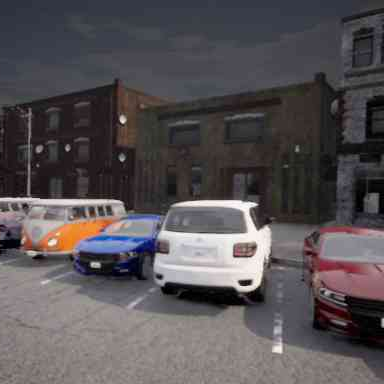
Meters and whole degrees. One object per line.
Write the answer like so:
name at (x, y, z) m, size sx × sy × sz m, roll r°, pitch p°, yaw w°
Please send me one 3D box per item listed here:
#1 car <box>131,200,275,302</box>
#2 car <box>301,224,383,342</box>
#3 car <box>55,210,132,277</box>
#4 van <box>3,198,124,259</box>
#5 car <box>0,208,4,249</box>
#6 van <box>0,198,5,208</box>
car at (0.845, 1.230, 8.534) m, size 2.435 × 2.045 × 5.566 m, roll 0°, pitch -1°, yaw 16°
car at (3.287, 1.482, 6.758) m, size 2.097 × 1.535 × 5.008 m, roll 1°, pitch -1°, yaw 16°
car at (-1.603, 1.480, 10.253) m, size 2.097 × 1.535 × 5.008 m, roll 1°, pitch -1°, yaw 16°
van at (-4.077, 1.252, 11.888) m, size 1.878 × 1.987 × 4.442 m, roll 1°, pitch -1°, yaw 15°
car at (-6.500, 1.508, 13.778) m, size 2.163 × 1.488 × 4.792 m, roll 0°, pitch -1°, yaw 15°
van at (-8.985, 1.249, 15.383) m, size 1.878 × 1.987 × 4.442 m, roll 1°, pitch -1°, yaw 15°
